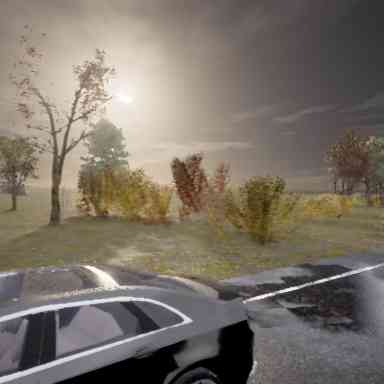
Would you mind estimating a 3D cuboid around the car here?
[{"bbox_3d":[-1.623,1.491,2.713,4.902,1.511,2.128,0,0,-35],"label":"car"}]
